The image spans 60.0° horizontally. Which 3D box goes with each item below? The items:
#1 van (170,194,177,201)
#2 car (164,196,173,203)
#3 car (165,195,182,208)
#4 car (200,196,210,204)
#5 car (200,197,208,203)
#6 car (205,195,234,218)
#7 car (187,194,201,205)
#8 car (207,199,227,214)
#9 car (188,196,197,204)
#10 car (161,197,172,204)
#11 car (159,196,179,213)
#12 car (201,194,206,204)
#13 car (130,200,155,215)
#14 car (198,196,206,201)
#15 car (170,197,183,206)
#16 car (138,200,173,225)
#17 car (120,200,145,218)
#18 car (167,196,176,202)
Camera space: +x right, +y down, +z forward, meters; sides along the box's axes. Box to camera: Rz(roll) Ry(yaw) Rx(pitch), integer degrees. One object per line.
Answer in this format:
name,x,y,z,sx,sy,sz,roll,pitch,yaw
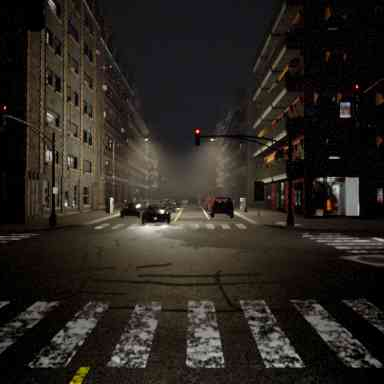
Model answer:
van,-5.168,1.586,91.298,1.690,1.788,3.998,1,0,0
car,-5.195,1.669,74.434,1.752,1.417,4.829,1,0,0
car,-2.713,1.598,48.705,1.994,1.385,4.181,0,0,1
car,2.679,1.554,69.066,1.967,1.590,4.097,1,0,0
car,2.685,1.726,74.626,1.802,1.307,4.206,1,0,0
car,2.629,1.325,30.144,2.192,1.841,5.009,1,0,0
car,0.192,1.548,59.889,1.882,1.535,5.008,0,0,0
car,2.634,1.539,35.873,1.752,1.417,4.829,1,0,0
car,0.173,1.598,70.329,1.882,1.535,5.008,0,0,0
car,-5.203,1.665,69.042,2.008,1.369,4.403,1,0,0
car,-2.782,1.522,37.385,1.837,1.490,4.892,0,-1,0
car,2.644,1.334,41.269,2.192,1.841,5.009,1,0,0
car,-5.247,1.579,35.671,1.947,1.339,4.313,1,0,0
car,2.709,1.811,91.318,1.947,1.339,4.313,1,0,0
car,-2.663,1.617,59.549,2.033,1.411,5.357,0,0,0
car,-2.608,1.582,24.445,1.994,1.385,4.181,0,0,-4
car,-5.255,1.576,30.109,1.947,1.339,4.313,1,0,0
car,-5.179,1.761,85.733,2.008,1.369,4.403,1,0,0
